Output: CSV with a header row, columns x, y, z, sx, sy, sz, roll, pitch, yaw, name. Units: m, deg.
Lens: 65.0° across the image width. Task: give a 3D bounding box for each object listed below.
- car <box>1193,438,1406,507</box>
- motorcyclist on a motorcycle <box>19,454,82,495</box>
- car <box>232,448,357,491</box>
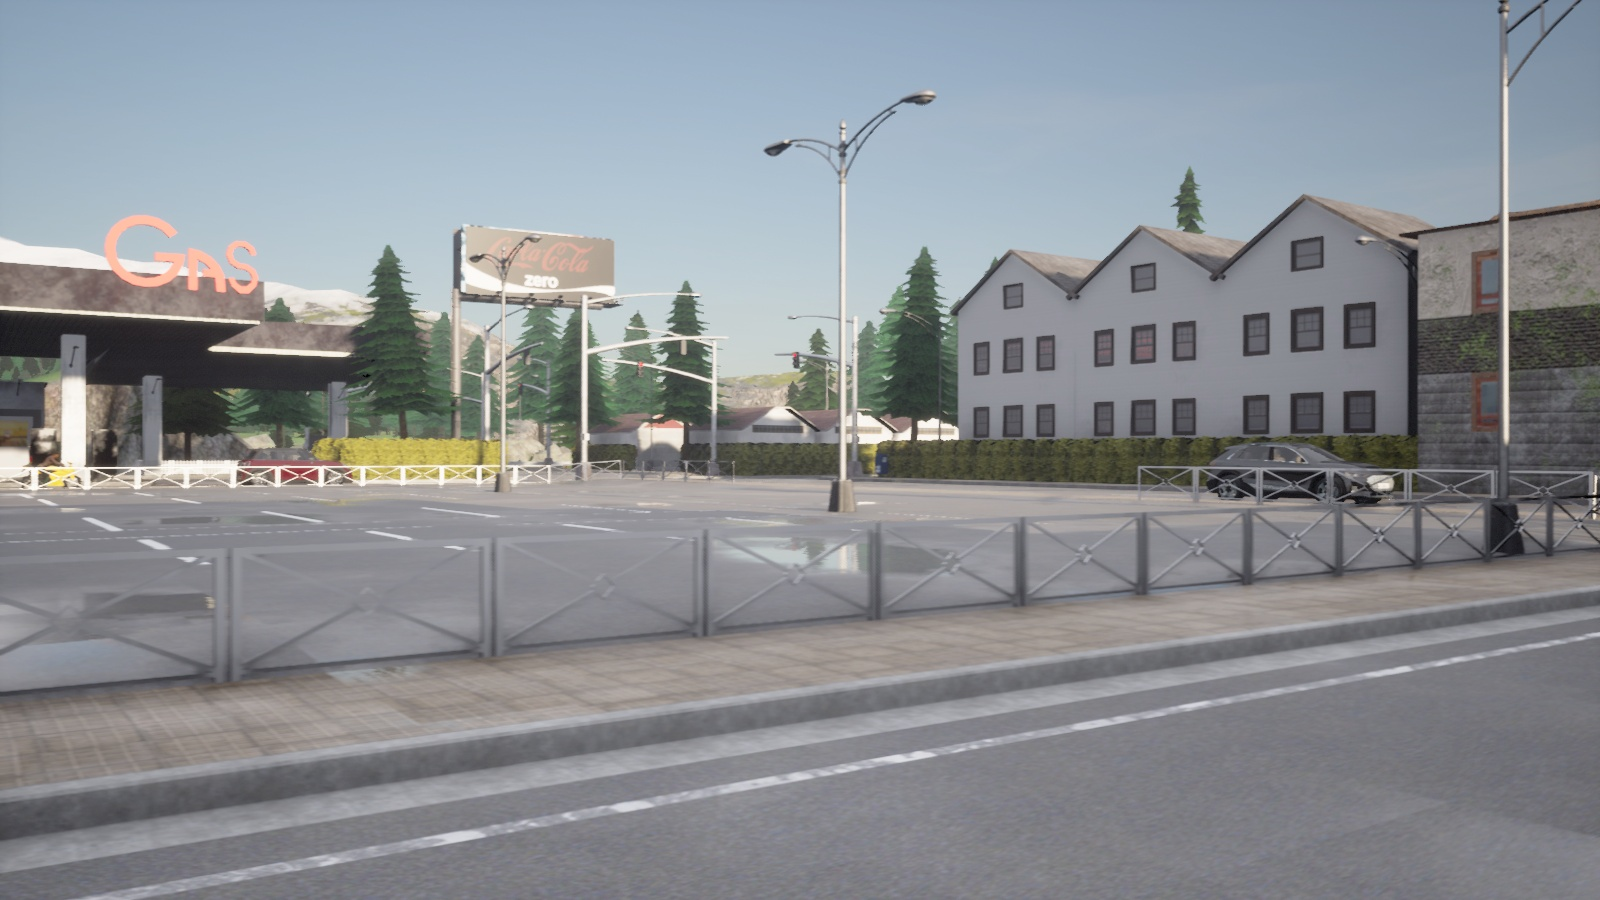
x,y,z,sx,sy,sz,roll,pitch,yaw,name
12.923,0.552,32.776,2.033,1.649,4.856,0,0,-35,car
-28.629,0.920,47.978,2.044,1.523,0.797,0,0,-35,motorcyclist on a motorcycle
-21.310,0.794,53.011,4.553,1.767,2.097,0,0,-35,car
